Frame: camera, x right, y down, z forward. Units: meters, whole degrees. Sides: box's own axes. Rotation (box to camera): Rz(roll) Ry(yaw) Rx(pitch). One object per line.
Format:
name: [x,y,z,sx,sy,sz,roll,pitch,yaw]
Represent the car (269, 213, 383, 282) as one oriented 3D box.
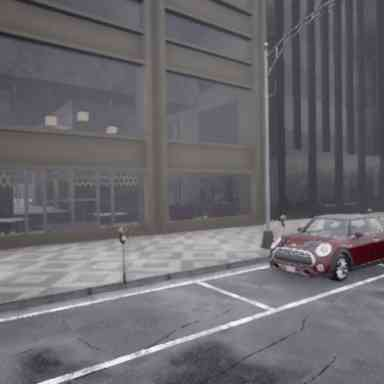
car: [4.071,1.374,9.450,4.097,1.590,1.967,-1,0,-35]
